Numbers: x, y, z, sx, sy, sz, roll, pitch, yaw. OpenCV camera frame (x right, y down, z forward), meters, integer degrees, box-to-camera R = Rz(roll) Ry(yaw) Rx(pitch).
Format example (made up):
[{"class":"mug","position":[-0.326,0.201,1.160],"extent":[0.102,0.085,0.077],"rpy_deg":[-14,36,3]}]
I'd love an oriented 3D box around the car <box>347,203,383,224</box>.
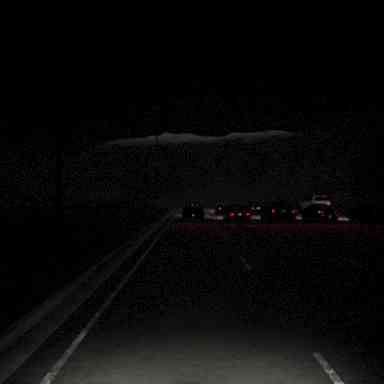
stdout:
[{"class":"car","position":[14.096,1.669,26.337],"extent":[1.837,1.490,4.892],"rpy_deg":[0,0,0]}]

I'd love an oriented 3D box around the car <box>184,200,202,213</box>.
[{"class":"car","position":[0.032,1.750,41.591],"extent":[2.128,1.511,4.902],"rpy_deg":[0,0,-1]}]

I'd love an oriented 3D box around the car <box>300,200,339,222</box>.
[{"class":"car","position":[10.594,1.698,27.812],"extent":[1.812,1.442,4.674],"rpy_deg":[0,0,0]}]

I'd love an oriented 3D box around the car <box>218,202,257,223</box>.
[{"class":"car","position":[3.593,1.717,27.337],"extent":[2.033,1.411,5.357],"rpy_deg":[0,0,0]}]

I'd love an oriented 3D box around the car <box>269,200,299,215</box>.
[{"class":"car","position":[10.574,1.731,38.768],"extent":[2.128,1.511,4.902],"rpy_deg":[0,0,0]}]

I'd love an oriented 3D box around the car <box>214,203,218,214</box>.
[{"class":"car","position":[3.581,1.836,37.856],"extent":[1.895,1.301,4.718],"rpy_deg":[0,0,0]}]

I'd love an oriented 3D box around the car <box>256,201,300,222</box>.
[{"class":"car","position":[7.094,1.526,27.874],"extent":[2.097,1.767,4.553],"rpy_deg":[0,0,0]}]

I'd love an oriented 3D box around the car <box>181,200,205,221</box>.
[{"class":"car","position":[0.095,1.672,28.852],"extent":[2.128,1.511,4.902],"rpy_deg":[0,0,0]}]

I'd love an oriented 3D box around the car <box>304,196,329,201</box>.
[{"class":"car","position":[14.088,1.453,38.531],"extent":[2.150,2.045,5.566],"rpy_deg":[0,-1,-1]}]
